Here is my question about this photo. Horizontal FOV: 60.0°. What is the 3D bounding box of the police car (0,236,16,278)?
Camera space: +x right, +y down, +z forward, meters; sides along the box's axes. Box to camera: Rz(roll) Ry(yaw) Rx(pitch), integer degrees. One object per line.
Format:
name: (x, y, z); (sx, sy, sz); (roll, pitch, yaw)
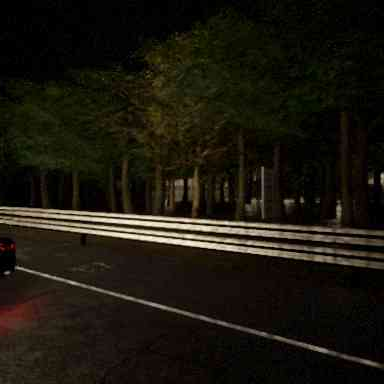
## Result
police car: (-6.692, 1.377, 8.602); (5.238, 1.638, 1.930); (0, -1, 32)
